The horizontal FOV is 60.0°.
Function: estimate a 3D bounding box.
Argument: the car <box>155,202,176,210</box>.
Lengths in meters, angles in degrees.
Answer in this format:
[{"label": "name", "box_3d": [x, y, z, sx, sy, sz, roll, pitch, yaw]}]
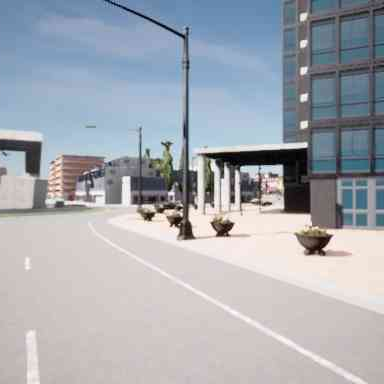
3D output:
[{"label": "car", "box_3d": [-3.794, 2.169, 52.356, 1.895, 1.301, 4.718, 0, -1, 26]}]

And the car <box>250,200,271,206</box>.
[{"label": "car", "box_3d": [14.991, 2.404, 72.812, 4.718, 1.301, 1.895, 0, -1, -28]}]
